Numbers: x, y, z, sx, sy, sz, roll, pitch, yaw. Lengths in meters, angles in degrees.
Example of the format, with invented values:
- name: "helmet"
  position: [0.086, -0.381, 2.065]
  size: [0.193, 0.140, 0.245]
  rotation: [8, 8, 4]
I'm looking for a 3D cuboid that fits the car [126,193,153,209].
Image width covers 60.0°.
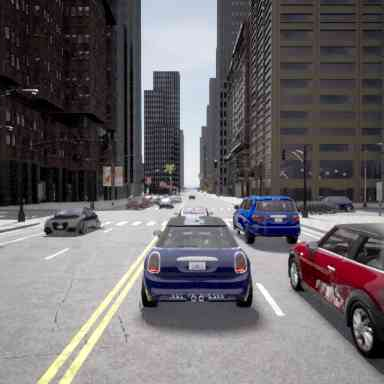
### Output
- name: "car"
  position: [-7.080, 1.321, 43.787]
  size: [2.097, 1.767, 4.553]
  rotation: [0, 0, 7]

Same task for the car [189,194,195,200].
- name: "car"
  position: [-0.019, 1.458, 92.264]
  size: [1.837, 1.490, 4.892]
  rotation: [0, 0, 0]

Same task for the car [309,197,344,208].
- name: "car"
  position: [12.501, 1.500, 33.891]
  size: [4.674, 1.442, 1.812]
  rotation: [0, 1, 3]

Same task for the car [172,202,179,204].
- name: "car"
  position: [0.090, 1.480, 17.048]
  size: [2.128, 1.511, 4.902]
  rotation: [0, 0, 0]

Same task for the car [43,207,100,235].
- name: "car"
  position: [-6.603, 1.551, 18.636]
  size: [1.994, 1.385, 4.181]
  rotation: [0, 0, 0]

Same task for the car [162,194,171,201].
- name: "car"
  position: [-6.518, 1.299, 85.509]
  size: [2.097, 1.767, 4.553]
  rotation: [0, 0, 0]

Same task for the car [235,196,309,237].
- name: "car"
  position: [3.349, 1.211, 15.863]
  size: [2.150, 2.045, 5.566]
  rotation: [0, 0, -2]

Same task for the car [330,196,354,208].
- name: "car"
  position: [15.345, 1.278, 36.907]
  size: [4.553, 1.767, 2.097]
  rotation: [0, 1, -1]

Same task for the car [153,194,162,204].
- name: "car"
  position: [-6.594, 1.456, 58.008]
  size: [2.128, 1.511, 4.902]
  rotation: [0, 0, 0]

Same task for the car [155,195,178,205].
- name: "car"
  position: [-3.358, 1.517, 44.251]
  size: [2.033, 1.411, 5.357]
  rotation: [0, 0, 0]

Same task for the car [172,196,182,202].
- name: "car"
  position: [-3.266, 1.511, 73.476]
  size: [1.994, 1.385, 4.181]
  rotation: [0, 0, 0]

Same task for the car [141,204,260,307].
- name: "car"
  position: [0.094, 1.348, 8.111]
  size: [2.097, 1.767, 4.553]
  rotation: [0, 0, 0]

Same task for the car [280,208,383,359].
- name: "car"
  position: [3.344, 1.349, 6.152]
  size: [2.097, 1.767, 4.553]
  rotation: [0, 0, 0]

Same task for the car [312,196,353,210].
- name: "car"
  position: [16.671, 1.324, 39.608]
  size: [4.097, 1.590, 1.967]
  rotation: [0, 1, 0]

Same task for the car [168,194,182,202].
- name: "car"
  position: [-3.324, 1.562, 62.413]
  size: [1.895, 1.301, 4.718]
  rotation: [0, 0, 0]
